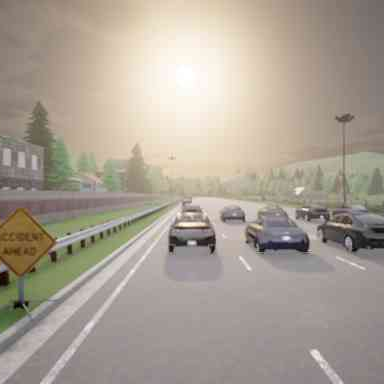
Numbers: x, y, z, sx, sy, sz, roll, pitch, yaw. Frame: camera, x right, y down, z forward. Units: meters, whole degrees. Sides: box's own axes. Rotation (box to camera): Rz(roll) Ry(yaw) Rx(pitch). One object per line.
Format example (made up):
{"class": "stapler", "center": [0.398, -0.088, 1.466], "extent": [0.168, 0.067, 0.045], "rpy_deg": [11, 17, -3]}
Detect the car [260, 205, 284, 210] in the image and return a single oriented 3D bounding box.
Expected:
{"class": "car", "center": [7.006, 1.837, 29.276], "extent": [1.994, 1.385, 4.181], "rpy_deg": [0, -1, 0]}

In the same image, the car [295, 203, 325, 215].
{"class": "car", "center": [10.506, 1.781, 29.304], "extent": [1.837, 1.490, 4.892], "rpy_deg": [0, 0, 0]}

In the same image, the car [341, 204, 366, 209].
{"class": "car", "center": [14.007, 1.800, 29.374], "extent": [1.812, 1.442, 4.674], "rpy_deg": [0, 0, 0]}

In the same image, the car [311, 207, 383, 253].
{"class": "car", "center": [7.004, 1.641, 14.290], "extent": [1.837, 1.490, 4.892], "rpy_deg": [0, 0, 0]}

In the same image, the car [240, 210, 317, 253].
{"class": "car", "center": [3.505, 1.698, 14.320], "extent": [1.994, 1.385, 4.181], "rpy_deg": [0, 0, 0]}

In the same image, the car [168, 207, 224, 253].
{"class": "car", "center": [0.005, 1.626, 14.289], "extent": [2.128, 1.511, 4.902], "rpy_deg": [0, 0, 0]}

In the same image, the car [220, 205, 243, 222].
{"class": "car", "center": [3.506, 1.837, 29.303], "extent": [1.994, 1.385, 4.181], "rpy_deg": [0, 0, 0]}

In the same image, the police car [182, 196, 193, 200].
{"class": "police car", "center": [-1.045, 2.039, 66.054], "extent": [1.930, 1.638, 5.238], "rpy_deg": [0, -1, 0]}

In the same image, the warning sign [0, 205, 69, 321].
{"class": "warning sign", "center": [-3.050, 1.172, 5.950], "extent": [1.300, 1.860, 1.060], "rpy_deg": [0, -1, 0]}

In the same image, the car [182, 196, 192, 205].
{"class": "car", "center": [-1.044, 1.930, 75.976], "extent": [2.150, 2.045, 5.566], "rpy_deg": [0, -1, 0]}

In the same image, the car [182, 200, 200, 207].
{"class": "car", "center": [0.006, 1.780, 29.299], "extent": [1.837, 1.490, 4.892], "rpy_deg": [0, 0, 0]}
